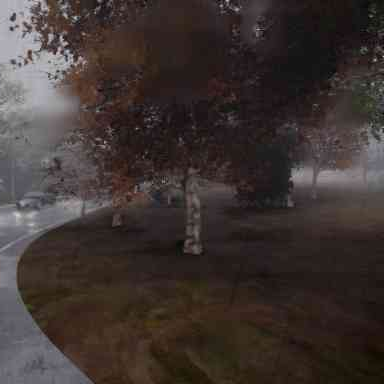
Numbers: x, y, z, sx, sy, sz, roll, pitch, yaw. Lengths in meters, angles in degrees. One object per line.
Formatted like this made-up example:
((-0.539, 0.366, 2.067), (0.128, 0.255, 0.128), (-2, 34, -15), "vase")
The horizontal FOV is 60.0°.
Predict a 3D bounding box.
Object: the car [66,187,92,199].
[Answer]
((-13.494, -0.073, 40.213), (2.128, 1.511, 4.902), (0, 4, 4), "car")

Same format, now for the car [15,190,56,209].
((-13.895, 0.625, 29.821), (2.128, 1.511, 4.902), (0, 4, 1), "car")

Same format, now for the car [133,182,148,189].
((-8.582, -1.065, 54.822), (1.812, 1.442, 4.674), (0, 4, 6), "car")
